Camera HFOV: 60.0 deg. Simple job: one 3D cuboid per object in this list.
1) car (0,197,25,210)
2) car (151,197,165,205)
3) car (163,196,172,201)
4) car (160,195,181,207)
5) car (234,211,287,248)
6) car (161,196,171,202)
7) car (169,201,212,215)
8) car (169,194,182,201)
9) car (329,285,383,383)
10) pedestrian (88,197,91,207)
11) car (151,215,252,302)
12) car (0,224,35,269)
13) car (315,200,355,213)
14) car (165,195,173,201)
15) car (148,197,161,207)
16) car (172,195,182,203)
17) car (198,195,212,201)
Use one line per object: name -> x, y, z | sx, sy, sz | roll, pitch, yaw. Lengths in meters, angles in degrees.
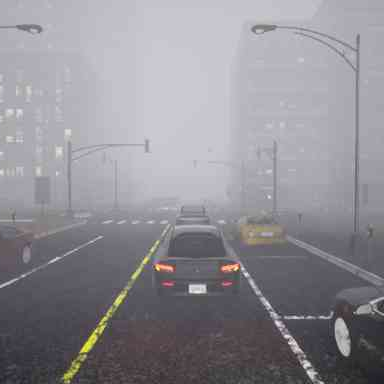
car -> -21.738, 1.275, 37.965 | 4.829, 1.417, 1.752 | 0, 0, 1
car -> -5.821, 1.554, 57.976 | 1.947, 1.339, 4.313 | -1, 0, 0
car -> -5.866, 1.568, 80.594 | 1.802, 1.307, 4.206 | -1, 0, 0
car -> -3.195, 1.537, 50.390 | 2.033, 1.411, 5.357 | 0, 0, 0
car -> 2.778, 1.521, 14.554 | 1.752, 1.417, 4.829 | -1, 0, 0
car -> -5.855, 1.531, 74.940 | 1.887, 1.381, 4.507 | -1, 0, 0
car -> 0.053, 1.487, 18.177 | 2.128, 1.511, 4.902 | 0, 0, 0
car -> -3.195, 1.479, 60.341 | 2.128, 1.511, 4.902 | 0, 0, 0
car -> 2.801, 1.550, 3.096 | 2.008, 1.369, 4.403 | -1, 0, 0
pedestrian -> -12.632, 1.200, 40.830 | 0.375, 1.300, 0.375 | 0, 0, 1
car -> 0.083, 1.523, 8.102 | 1.812, 1.442, 4.674 | 0, 0, 0
car -> -5.849, 1.542, 8.780 | 1.887, 1.381, 4.507 | -1, 0, 0
car -> 16.238, 1.623, 37.545 | 4.403, 1.369, 2.008 | 0, 0, 1
car -> -5.879, 1.530, 86.249 | 1.887, 1.381, 4.507 | -1, 0, 0
car -> -5.809, 1.514, 52.152 | 1.752, 1.417, 4.829 | -1, 0, 0
car -> -3.143, 1.487, 70.538 | 1.837, 1.490, 4.892 | 0, 0, 0
car -> 2.559, 1.539, 57.994 | 2.008, 1.369, 4.403 | -1, 0, 0
